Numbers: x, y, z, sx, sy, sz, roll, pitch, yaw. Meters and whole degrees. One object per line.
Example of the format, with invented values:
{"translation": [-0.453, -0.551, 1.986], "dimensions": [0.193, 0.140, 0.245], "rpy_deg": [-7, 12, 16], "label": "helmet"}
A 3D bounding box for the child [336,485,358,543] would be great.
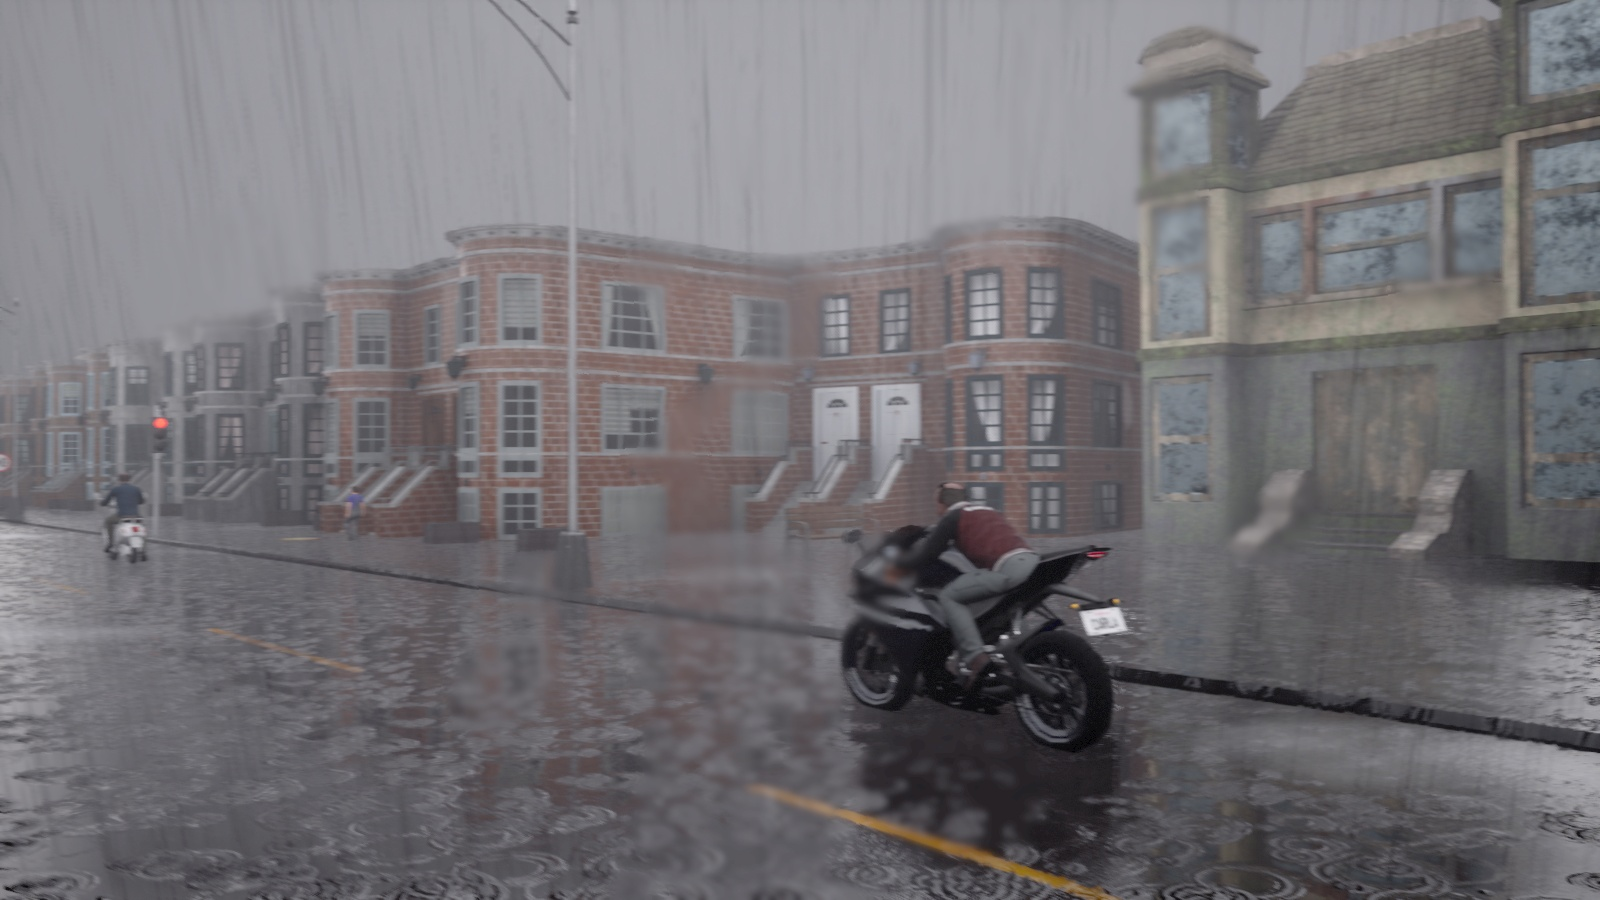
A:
{"translation": [-9.959, 1.401, 27.600], "dimensions": [0.437, 1.263, 0.270], "rpy_deg": [-2, -1, 43], "label": "child"}

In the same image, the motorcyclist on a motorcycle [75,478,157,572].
{"translation": [-12.127, 1.297, 22.239], "dimensions": [0.866, 1.590, 1.817], "rpy_deg": [0, -1, -42], "label": "motorcyclist on a motorcycle"}

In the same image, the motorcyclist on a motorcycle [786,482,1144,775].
{"translation": [0.934, 0.974, 7.781], "dimensions": [0.866, 1.530, 2.191], "rpy_deg": [0, -1, -38], "label": "motorcyclist on a motorcycle"}
